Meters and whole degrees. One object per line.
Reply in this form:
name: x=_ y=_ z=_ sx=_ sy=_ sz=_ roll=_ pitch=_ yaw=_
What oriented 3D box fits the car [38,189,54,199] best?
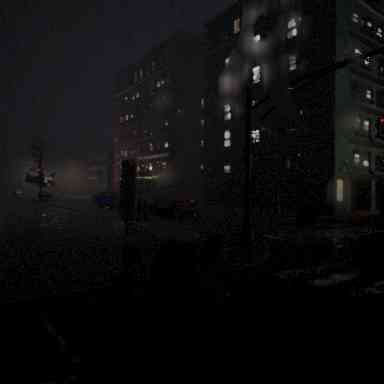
car: x=-24.540 y=0.527 z=55.535 sx=1.802 sy=1.307 sz=4.206 roll=2 pitch=0 yaw=-36

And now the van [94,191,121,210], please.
van: x=-7.767 y=0.821 z=32.577 sx=1.690 sy=1.788 sz=3.998 roll=2 pitch=0 yaw=-36

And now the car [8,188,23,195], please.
car: x=-41.298 y=-0.148 z=78.495 sx=1.967 sy=1.590 sz=4.097 roll=2 pitch=0 yaw=-36

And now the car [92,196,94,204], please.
car: x=-10.938 y=0.847 z=41.446 sx=2.128 sy=1.511 sz=4.902 roll=1 pitch=1 yaw=-36

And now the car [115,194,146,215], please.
car: x=-4.422 y=1.132 z=27.983 sx=1.887 sy=1.381 sz=4.507 roll=2 pitch=0 yaw=-36

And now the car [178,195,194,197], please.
car: x=-1.041 y=1.040 z=37.568 sx=1.967 sy=1.590 sz=4.097 roll=2 pitch=0 yaw=-36

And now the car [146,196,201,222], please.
car: x=-1.134 y=1.239 z=23.350 sx=1.887 sy=1.381 sz=4.507 roll=2 pitch=0 yaw=-36
